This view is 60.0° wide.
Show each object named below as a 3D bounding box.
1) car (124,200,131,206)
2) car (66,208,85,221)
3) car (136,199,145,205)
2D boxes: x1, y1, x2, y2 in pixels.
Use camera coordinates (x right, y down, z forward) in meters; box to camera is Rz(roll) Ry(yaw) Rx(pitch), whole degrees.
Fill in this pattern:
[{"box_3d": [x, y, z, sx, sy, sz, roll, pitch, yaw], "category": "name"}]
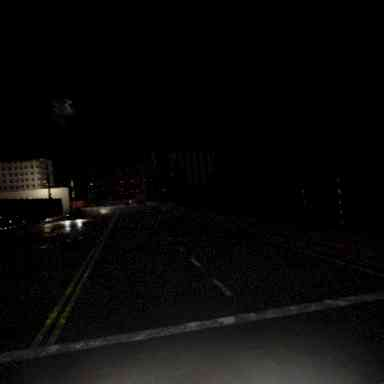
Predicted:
[{"box_3d": [-17.311, 3.153, 89.698, 1.895, 1.301, 4.718, -5, 0, -11], "category": "car"}, {"box_3d": [-15.456, 2.907, 44.198, 1.812, 1.442, 4.674, -5, 0, -11], "category": "car"}, {"box_3d": [-13.815, 2.724, 89.940, 1.882, 1.535, 5.008, -5, 0, -11], "category": "car"}]
